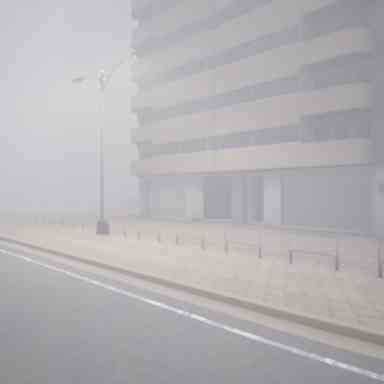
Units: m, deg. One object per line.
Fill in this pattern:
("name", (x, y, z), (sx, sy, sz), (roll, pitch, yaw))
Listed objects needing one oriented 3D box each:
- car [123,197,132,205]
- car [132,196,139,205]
("car", (-9.692, 1.474, 57.461), (2.128, 1.511, 4.902), (0, 0, 42))
("car", (-7.029, 1.339, 55.188), (2.097, 1.767, 4.553), (0, 0, 42))
